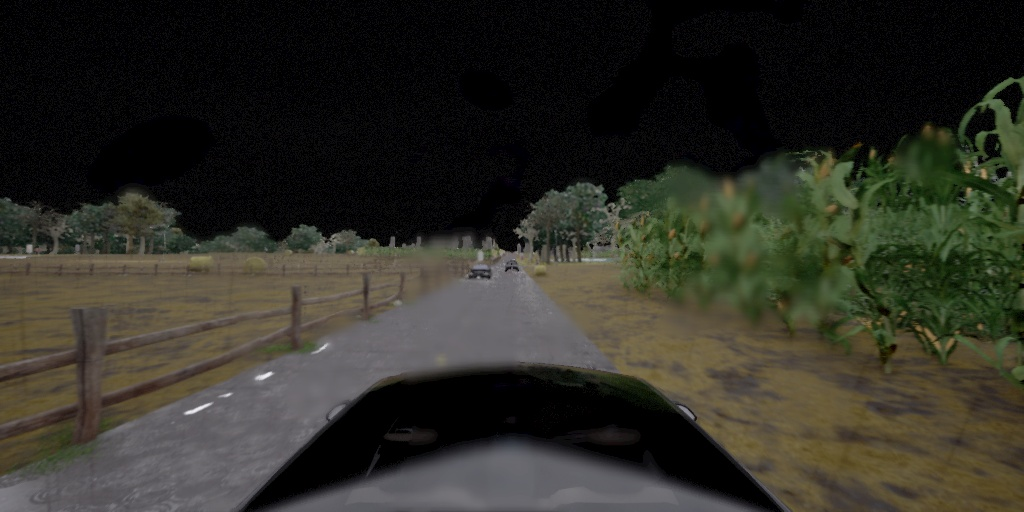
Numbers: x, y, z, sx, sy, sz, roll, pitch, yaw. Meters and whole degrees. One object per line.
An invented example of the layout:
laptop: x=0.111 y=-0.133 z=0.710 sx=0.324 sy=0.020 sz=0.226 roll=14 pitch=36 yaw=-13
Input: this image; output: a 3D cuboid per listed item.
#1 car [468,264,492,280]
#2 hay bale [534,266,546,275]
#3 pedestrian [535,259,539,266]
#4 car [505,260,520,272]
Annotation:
car: x=-2.794 y=1.429 z=32.843 sx=2.033 sy=1.411 sz=5.357 roll=0 pitch=0 yaw=0
hay bale: x=3.132 y=1.565 z=39.550 sx=1.220 sy=1.180 sz=1.240 roll=0 pitch=0 yaw=0
pedestrian: x=2.832 y=1.173 z=40.687 sx=0.375 sy=1.860 sz=0.375 roll=1 pitch=-1 yaw=-5
car: x=0.025 y=1.470 z=51.122 sx=1.837 sy=1.490 sz=4.892 roll=0 pitch=-1 yaw=1
